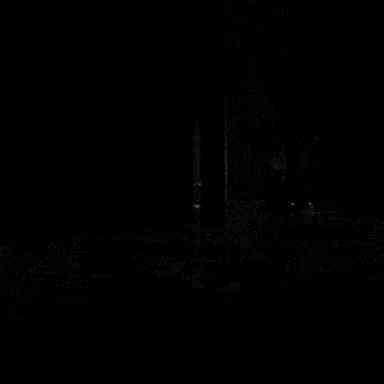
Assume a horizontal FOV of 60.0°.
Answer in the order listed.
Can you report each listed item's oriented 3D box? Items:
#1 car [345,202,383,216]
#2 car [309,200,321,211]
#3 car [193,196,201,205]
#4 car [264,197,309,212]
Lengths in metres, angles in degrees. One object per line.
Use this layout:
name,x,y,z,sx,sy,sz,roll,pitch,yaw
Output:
car,16.347,1.594,29.672,1.895,1.301,4.718,0,0,-38
car,13.114,1.335,39.880,2.097,1.767,4.553,0,0,-35
car,0.283,1.463,58.172,1.882,1.535,5.008,0,0,-35
car,10.443,1.341,38.030,2.097,1.767,4.553,0,0,-35
